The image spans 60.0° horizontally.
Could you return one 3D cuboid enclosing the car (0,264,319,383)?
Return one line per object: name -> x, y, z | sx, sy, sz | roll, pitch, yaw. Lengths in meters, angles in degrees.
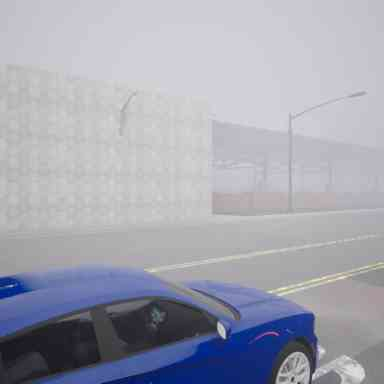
car -> -0.820, 1.478, 3.163 | 5.008, 1.535, 1.882 | 0, 0, -36
